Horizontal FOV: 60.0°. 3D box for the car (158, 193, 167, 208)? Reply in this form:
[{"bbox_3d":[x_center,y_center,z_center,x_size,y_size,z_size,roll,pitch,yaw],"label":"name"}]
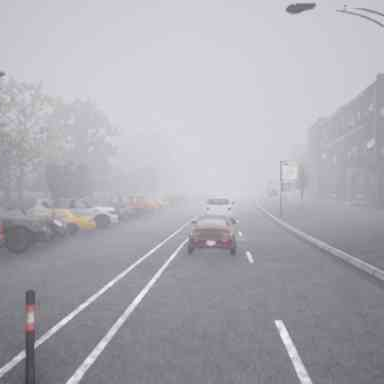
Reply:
[{"bbox_3d":[-5.747,1.419,39.973,4.553,1.767,2.185,-1,1,-13],"label":"car"}]

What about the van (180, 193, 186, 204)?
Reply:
[{"bbox_3d":[-3.756,1.088,54.651,4.442,1.987,1.878,-1,1,-12],"label":"van"}]

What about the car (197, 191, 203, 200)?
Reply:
[{"bbox_3d":[-0.769,1.054,72.280,4.892,1.521,2.231,-1,0,-10],"label":"car"}]

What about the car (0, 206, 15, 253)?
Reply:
[{"bbox_3d":[-9.023,1.345,10.415,5.566,2.045,2.435,-1,0,-15],"label":"car"}]

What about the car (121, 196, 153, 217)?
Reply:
[{"bbox_3d":[-6.855,1.408,31.114,5.566,2.045,2.435,-1,1,-13],"label":"car"}]

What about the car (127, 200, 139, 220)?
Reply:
[{"bbox_3d":[-7.197,1.708,28.161,4.792,1.488,2.163,-1,0,-14],"label":"car"}]

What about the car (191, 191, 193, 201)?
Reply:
[{"bbox_3d":[-2.695,1.095,60.553,4.553,1.767,2.185,-1,1,-11],"label":"car"}]

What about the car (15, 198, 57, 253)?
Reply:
[{"bbox_3d":[-8.694,1.373,13.399,5.566,2.045,2.435,-1,-1,-15],"label":"car"}]

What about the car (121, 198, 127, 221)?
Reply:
[{"bbox_3d":[-7.476,1.561,25.223,4.553,1.767,2.185,-1,0,-14],"label":"car"}]

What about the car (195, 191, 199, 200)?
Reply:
[{"bbox_3d":[-1.735,1.164,66.425,4.792,1.488,2.163,-1,0,-11],"label":"car"}]

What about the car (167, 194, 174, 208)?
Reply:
[{"bbox_3d":[-5.504,1.498,42.879,5.366,1.575,1.946,-1,1,-12],"label":"car"}]

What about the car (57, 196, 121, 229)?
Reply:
[{"bbox_3d":[-7.802,1.434,22.271,5.566,2.045,2.435,-1,-1,-14],"label":"car"}]

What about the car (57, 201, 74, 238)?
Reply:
[{"bbox_3d":[-8.464,1.527,16.336,4.553,1.767,2.185,-1,-1,-15],"label":"car"}]

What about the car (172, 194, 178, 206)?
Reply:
[{"bbox_3d":[-4.912,1.450,45.861,5.008,1.535,2.097,-1,1,-12],"label":"car"}]

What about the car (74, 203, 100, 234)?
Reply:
[{"bbox_3d":[-8.315,1.673,19.243,5.366,1.575,1.946,-1,0,-14],"label":"car"}]

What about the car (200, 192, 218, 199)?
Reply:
[{"bbox_3d":[3.351,1.213,64.858,1.994,1.385,4.181,0,1,10],"label":"car"}]

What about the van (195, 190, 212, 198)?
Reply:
[{"bbox_3d":[3.243,0.564,92.720,4.442,1.987,1.878,-1,0,-9],"label":"van"}]

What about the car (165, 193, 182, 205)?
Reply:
[{"bbox_3d":[-4.511,1.404,48.811,5.008,1.535,2.097,-1,1,-12],"label":"car"}]

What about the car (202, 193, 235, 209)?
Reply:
[{"bbox_3d":[2.338,1.398,27.760,2.150,2.045,5.566,0,1,7],"label":"car"}]

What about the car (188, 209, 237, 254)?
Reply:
[{"bbox_3d":[0.913,1.664,14.149,1.812,1.442,4.674,0,0,6],"label":"car"}]

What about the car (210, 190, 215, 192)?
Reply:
[{"bbox_3d":[2.725,0.820,89.820,5.366,1.575,1.946,-1,0,-9],"label":"car"}]

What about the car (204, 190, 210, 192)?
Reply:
[{"bbox_3d":[0.805,0.685,81.032,5.566,2.045,2.435,-1,1,-10],"label":"car"}]

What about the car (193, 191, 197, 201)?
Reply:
[{"bbox_3d":[-2.246,1.178,63.485,5.008,1.535,2.097,-1,1,-11],"label":"car"}]

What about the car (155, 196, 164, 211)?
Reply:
[{"bbox_3d":[-6.092,1.589,37.028,5.008,1.535,2.097,-1,1,-13],"label":"car"}]

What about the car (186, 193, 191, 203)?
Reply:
[{"bbox_3d":[-3.195,1.266,57.625,5.008,1.535,2.097,-1,0,-11],"label":"car"}]

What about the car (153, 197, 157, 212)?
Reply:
[{"bbox_3d":[-6.474,1.630,34.083,4.892,1.521,2.231,-1,0,-13],"label":"car"}]
